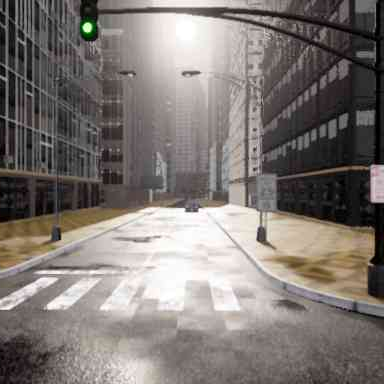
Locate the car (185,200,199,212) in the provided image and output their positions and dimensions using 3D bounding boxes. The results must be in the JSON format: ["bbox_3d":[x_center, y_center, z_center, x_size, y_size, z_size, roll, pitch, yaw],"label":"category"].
[{"bbox_3d":[-0.043,2.042,45.662,1.895,1.301,4.718,0,-1,0],"label":"car"}]

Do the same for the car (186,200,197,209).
[{"bbox_3d":[-0.052,2.074,55.650,1.812,1.442,4.674,0,-1,0],"label":"car"}]
